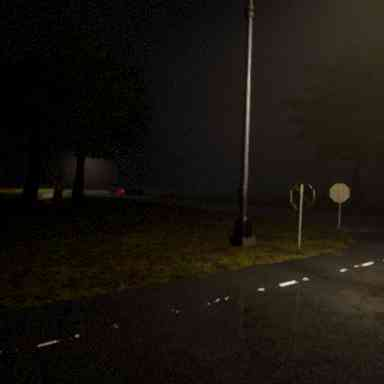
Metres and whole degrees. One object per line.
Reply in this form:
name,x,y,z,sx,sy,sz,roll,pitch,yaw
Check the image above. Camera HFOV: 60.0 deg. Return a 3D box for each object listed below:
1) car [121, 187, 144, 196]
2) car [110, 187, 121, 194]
car,-9.974,-0.094,57.188,1.882,1.535,5.008,2,1,-33
car,-14.059,-0.278,63.211,1.994,1.385,4.181,2,1,-34
